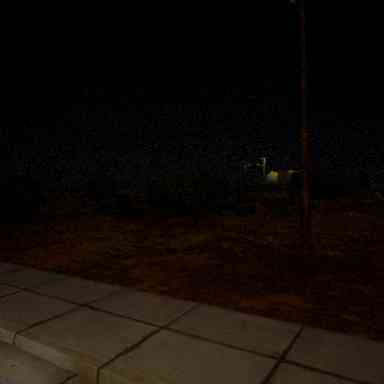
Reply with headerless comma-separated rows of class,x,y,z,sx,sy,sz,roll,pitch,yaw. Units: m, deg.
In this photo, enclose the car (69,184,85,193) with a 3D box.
car,-19.930,-0.683,60.369,2.097,1.767,4.553,0,3,35
